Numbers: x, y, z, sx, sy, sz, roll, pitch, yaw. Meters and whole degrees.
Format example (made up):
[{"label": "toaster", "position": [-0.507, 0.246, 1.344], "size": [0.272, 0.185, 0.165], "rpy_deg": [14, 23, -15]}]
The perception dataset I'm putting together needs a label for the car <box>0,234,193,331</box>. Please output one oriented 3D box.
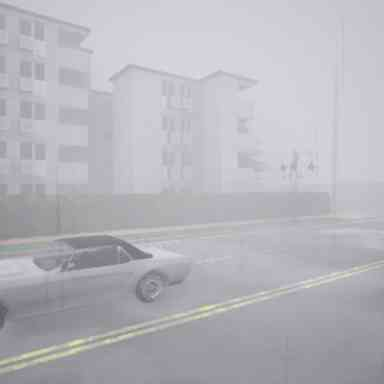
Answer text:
[{"label": "car", "position": [-2.401, 1.590, 6.578], "size": [4.718, 1.301, 1.895], "rpy_deg": [0, 0, -35]}]
